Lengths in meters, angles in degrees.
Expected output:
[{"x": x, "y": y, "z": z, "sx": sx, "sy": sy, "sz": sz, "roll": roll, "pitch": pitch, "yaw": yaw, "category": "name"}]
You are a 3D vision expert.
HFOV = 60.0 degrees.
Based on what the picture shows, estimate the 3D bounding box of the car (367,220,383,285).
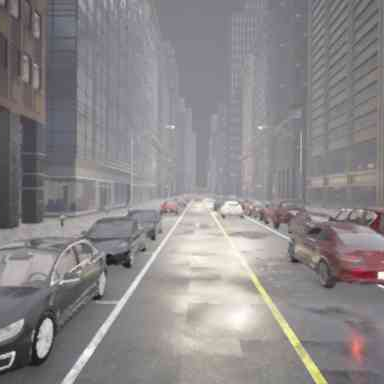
[{"x": 3.933, "y": 1.393, "z": 3.168, "sx": 2.097, "sy": 1.767, "sz": 4.553, "roll": 1, "pitch": 0, "yaw": 1, "category": "car"}]

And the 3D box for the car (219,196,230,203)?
[{"x": 7.072, "y": 1.693, "z": 72.736, "sx": 1.887, "sy": 1.381, "sz": 4.507, "roll": 0, "pitch": 0, "yaw": 1, "category": "car"}]

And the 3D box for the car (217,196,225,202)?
[{"x": 7.281, "y": 1.690, "z": 84.107, "sx": 1.752, "sy": 1.417, "sz": 4.829, "roll": 0, "pitch": 0, "yaw": 1, "category": "car"}]

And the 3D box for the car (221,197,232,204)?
[{"x": 6.969, "y": 1.685, "z": 67.134, "sx": 1.887, "sy": 1.381, "sz": 4.507, "roll": 0, "pitch": 0, "yaw": 1, "category": "car"}]

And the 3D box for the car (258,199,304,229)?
[{"x": 6.146, "y": 1.396, "z": 22.328, "sx": 2.192, "sy": 1.841, "sz": 5.009, "roll": 0, "pitch": 0, "yaw": 1, "category": "car"}]

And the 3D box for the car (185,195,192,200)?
[{"x": -1.039, "y": 1.534, "z": 95.289, "sx": 1.967, "sy": 1.590, "sz": 4.097, "roll": 0, "pitch": 0, "yaw": 1, "category": "car"}]

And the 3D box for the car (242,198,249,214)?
[{"x": 6.351, "y": 1.536, "z": 33.530, "sx": 1.967, "sy": 1.590, "sz": 4.097, "roll": 0, "pitch": 0, "yaw": 1, "category": "car"}]

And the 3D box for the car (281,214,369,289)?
[{"x": 4.043, "y": 1.574, "z": 9.197, "sx": 1.812, "sy": 1.442, "sz": 4.674, "roll": 1, "pitch": 0, "yaw": 1, "category": "car"}]

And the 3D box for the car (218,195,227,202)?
[{"x": 7.176, "y": 1.596, "z": 78.337, "sx": 1.967, "sy": 1.590, "sz": 4.097, "roll": 0, "pitch": 0, "yaw": 1, "category": "car"}]

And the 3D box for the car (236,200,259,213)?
[{"x": 6.454, "y": 1.669, "z": 39.130, "sx": 1.947, "sy": 1.339, "sz": 4.313, "roll": 0, "pitch": 0, "yaw": 1, "category": "car"}]

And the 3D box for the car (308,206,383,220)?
[{"x": 5.940, "y": 1.383, "z": 11.127, "sx": 2.192, "sy": 1.841, "sz": 5.009, "roll": 0, "pitch": 0, "yaw": 1, "category": "car"}]

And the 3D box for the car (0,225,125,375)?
[{"x": -2.688, "y": 1.528, "z": 5.670, "sx": 2.008, "sy": 1.369, "sz": 4.403, "roll": 0, "pitch": 0, "yaw": 1, "category": "car"}]

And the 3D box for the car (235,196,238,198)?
[{"x": 6.558, "y": 1.551, "z": 44.731, "sx": 1.967, "sy": 1.590, "sz": 4.097, "roll": 0, "pitch": 0, "yaw": 1, "category": "car"}]

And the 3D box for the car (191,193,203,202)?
[{"x": 1.408, "y": 1.449, "z": 77.872, "sx": 2.097, "sy": 1.767, "sz": 4.553, "roll": 1, "pitch": 0, "yaw": 1, "category": "car"}]

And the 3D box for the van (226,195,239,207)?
[{"x": 6.764, "y": 1.467, "z": 55.933, "sx": 1.690, "sy": 1.788, "sz": 3.998, "roll": 0, "pitch": 0, "yaw": 1, "category": "van"}]

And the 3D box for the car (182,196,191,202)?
[{"x": -1.348, "y": 1.615, "z": 78.485, "sx": 1.887, "sy": 1.381, "sz": 4.507, "roll": 0, "pitch": 0, "yaw": 1, "category": "car"}]

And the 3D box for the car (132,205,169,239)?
[{"x": -2.482, "y": 1.554, "z": 16.871, "sx": 1.947, "sy": 1.339, "sz": 4.313, "roll": 0, "pitch": 0, "yaw": 1, "category": "car"}]

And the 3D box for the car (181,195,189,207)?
[{"x": -1.863, "y": 1.472, "z": 50.479, "sx": 1.967, "sy": 1.590, "sz": 4.097, "roll": 0, "pitch": 0, "yaw": 1, "category": "car"}]

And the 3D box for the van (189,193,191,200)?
[{"x": -1.553, "y": 1.396, "z": 67.283, "sx": 1.690, "sy": 1.788, "sz": 3.998, "roll": 0, "pitch": 0, "yaw": 1, "category": "van"}]

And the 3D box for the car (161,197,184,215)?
[{"x": -2.173, "y": 1.555, "z": 33.675, "sx": 1.887, "sy": 1.381, "sz": 4.507, "roll": 0, "pitch": 0, "yaw": 1, "category": "car"}]

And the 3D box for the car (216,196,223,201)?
[{"x": 7.381, "y": 1.754, "z": 89.538, "sx": 1.802, "sy": 1.307, "sz": 4.206, "roll": 0, "pitch": 0, "yaw": 1, "category": "car"}]

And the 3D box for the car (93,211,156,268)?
[{"x": -2.585, "y": 1.549, "z": 11.271, "sx": 1.947, "sy": 1.339, "sz": 4.313, "roll": 0, "pitch": 0, "yaw": 1, "category": "car"}]

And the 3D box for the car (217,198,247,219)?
[{"x": 3.579, "y": 1.590, "z": 30.358, "sx": 1.812, "sy": 1.442, "sz": 4.674, "roll": 1, "pitch": 0, "yaw": 2, "category": "car"}]

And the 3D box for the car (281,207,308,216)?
[{"x": 6.041, "y": 1.656, "z": 16.728, "sx": 1.802, "sy": 1.307, "sz": 4.206, "roll": 0, "pitch": 0, "yaw": 1, "category": "car"}]

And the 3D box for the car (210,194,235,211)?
[{"x": 3.773, "y": 1.430, "z": 41.926, "sx": 2.097, "sy": 1.767, "sz": 4.553, "roll": 1, "pitch": 0, "yaw": 2, "category": "car"}]

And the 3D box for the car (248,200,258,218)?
[{"x": 6.248, "y": 1.654, "z": 27.929, "sx": 1.947, "sy": 1.339, "sz": 4.313, "roll": 0, "pitch": 0, "yaw": 1, "category": "car"}]

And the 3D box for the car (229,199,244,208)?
[{"x": 6.660, "y": 1.700, "z": 50.332, "sx": 1.802, "sy": 1.307, "sz": 4.206, "roll": 0, "pitch": 0, "yaw": 1, "category": "car"}]
